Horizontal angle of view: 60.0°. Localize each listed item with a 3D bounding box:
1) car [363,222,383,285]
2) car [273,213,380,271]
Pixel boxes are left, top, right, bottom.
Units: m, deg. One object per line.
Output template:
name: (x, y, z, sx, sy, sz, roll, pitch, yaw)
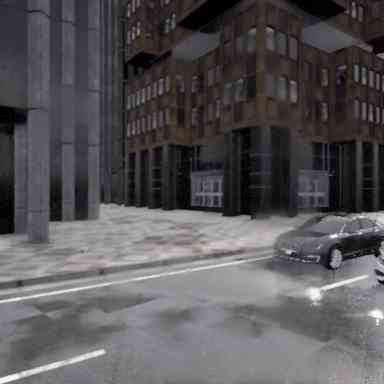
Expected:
car: (6.403, 1.525, 8.239, 4.674, 1.442, 1.812, 0, 0, -35)
car: (4.772, 1.501, 11.067, 4.892, 1.490, 1.837, 0, 0, -35)
